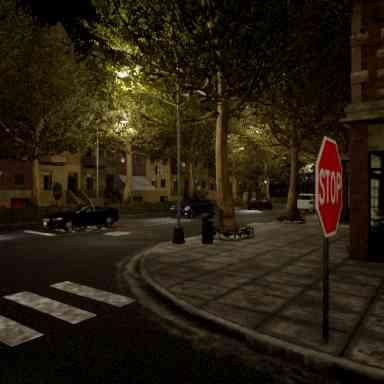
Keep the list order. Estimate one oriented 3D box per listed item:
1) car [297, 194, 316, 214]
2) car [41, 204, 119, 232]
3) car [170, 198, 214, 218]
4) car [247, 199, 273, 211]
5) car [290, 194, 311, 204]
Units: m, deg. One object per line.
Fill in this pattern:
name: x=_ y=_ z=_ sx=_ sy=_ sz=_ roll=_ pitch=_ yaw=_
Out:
car: x=12.748 y=1.228 z=35.778 sx=2.435 sy=2.045 sz=5.566 roll=0 pitch=0 yaw=36
car: x=-6.714 y=1.491 z=20.426 sx=2.128 sy=1.511 sz=4.902 roll=0 pitch=0 yaw=36
car: x=0.062 y=1.352 z=29.726 sx=2.097 sy=1.767 sz=4.553 roll=0 pitch=0 yaw=36
car: x=8.408 y=1.564 z=41.094 sx=1.994 sy=1.385 sz=4.181 roll=0 pitch=0 yaw=36
car: x=17.411 y=1.115 z=53.223 sx=1.837 sy=1.490 sz=4.892 roll=0 pitch=0 yaw=36
